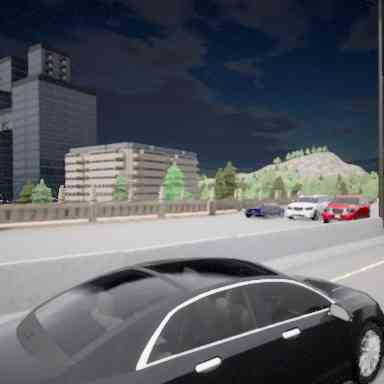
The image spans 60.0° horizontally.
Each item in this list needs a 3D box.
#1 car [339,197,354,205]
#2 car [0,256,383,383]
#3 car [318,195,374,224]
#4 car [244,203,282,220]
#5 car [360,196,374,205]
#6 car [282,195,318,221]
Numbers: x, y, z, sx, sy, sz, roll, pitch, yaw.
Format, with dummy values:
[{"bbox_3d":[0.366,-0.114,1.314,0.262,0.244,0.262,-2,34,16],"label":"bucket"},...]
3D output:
[{"bbox_3d":[29.627,1.665,63.669,1.895,1.301,4.718,0,0,33],"label":"car"},{"bbox_3d":[0.355,1.508,3.719,4.892,1.490,1.837,0,0,-37],"label":"car"},{"bbox_3d":[11.282,1.237,23.958,2.150,2.045,5.566,0,0,40],"label":"car"},{"bbox_3d":[6.443,1.652,29.065,1.895,1.301,4.718,0,0,39],"label":"car"},{"bbox_3d":[32.583,1.547,61.797,1.837,1.490,4.892,0,0,33],"label":"car"},{"bbox_3d":[9.820,1.255,27.684,2.150,2.045,5.566,0,0,38],"label":"car"}]
